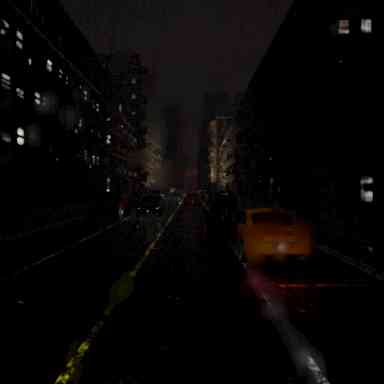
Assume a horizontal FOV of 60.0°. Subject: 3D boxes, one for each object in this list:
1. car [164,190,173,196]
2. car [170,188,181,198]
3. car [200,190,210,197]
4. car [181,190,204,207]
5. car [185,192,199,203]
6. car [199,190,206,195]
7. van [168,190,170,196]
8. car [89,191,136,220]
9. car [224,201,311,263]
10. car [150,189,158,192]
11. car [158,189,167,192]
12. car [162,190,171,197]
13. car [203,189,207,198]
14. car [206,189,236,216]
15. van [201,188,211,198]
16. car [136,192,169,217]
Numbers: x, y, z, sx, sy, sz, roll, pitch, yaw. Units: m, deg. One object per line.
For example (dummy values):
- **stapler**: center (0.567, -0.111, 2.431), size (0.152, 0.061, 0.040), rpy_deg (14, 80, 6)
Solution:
- **car**: center (-5.686, 0.205, 80.406), size (1.802, 1.307, 4.206), rpy_deg (0, 1, 0)
- **car**: center (-3.007, 0.343, 67.149), size (2.128, 1.511, 4.902), rpy_deg (0, 1, 0)
- **car**: center (2.695, 0.345, 69.023), size (1.887, 1.381, 4.507), rpy_deg (0, 1, 0)
- **car**: center (0.066, 0.808, 37.241), size (1.882, 1.535, 5.008), rpy_deg (0, 1, 0)
- **car**: center (0.009, 0.696, 47.849), size (2.033, 1.411, 5.357), rpy_deg (0, 1, 0)
- **car**: center (2.695, 0.118, 86.092), size (1.802, 1.307, 4.206), rpy_deg (0, 1, 0)
- **van**: center (-5.683, 0.233, 63.332), size (1.690, 1.788, 3.998), rpy_deg (0, 1, 0)
- **car**: center (-5.683, 0.884, 23.507), size (2.192, 1.841, 5.009), rpy_deg (0, 1, 0)
- **car**: center (2.361, 1.268, 11.151), size (1.882, 1.535, 5.008), rpy_deg (0, 1, 0)
- **car**: center (-5.684, 0.713, 40.579), size (1.967, 1.590, 4.097), rpy_deg (0, 1, 0)
- **car**: center (-5.683, 0.394, 51.954), size (2.192, 1.841, 5.009), rpy_deg (0, 1, 0)
- **car**: center (-5.685, 0.240, 74.544), size (1.752, 1.417, 4.829), rpy_deg (0, 1, 0)
- **car**: center (2.696, 0.712, 40.576), size (1.967, 1.590, 4.097), rpy_deg (0, 1, 0)
- **car**: center (2.697, 0.784, 29.195), size (2.192, 1.841, 5.009), rpy_deg (0, 1, 0)
- **van**: center (2.696, 0.233, 63.330), size (1.690, 1.788, 3.998), rpy_deg (0, 1, 0)
- **car**: center (-3.098, 1.037, 25.601), size (1.837, 1.490, 4.892), rpy_deg (0, 1, 0)
